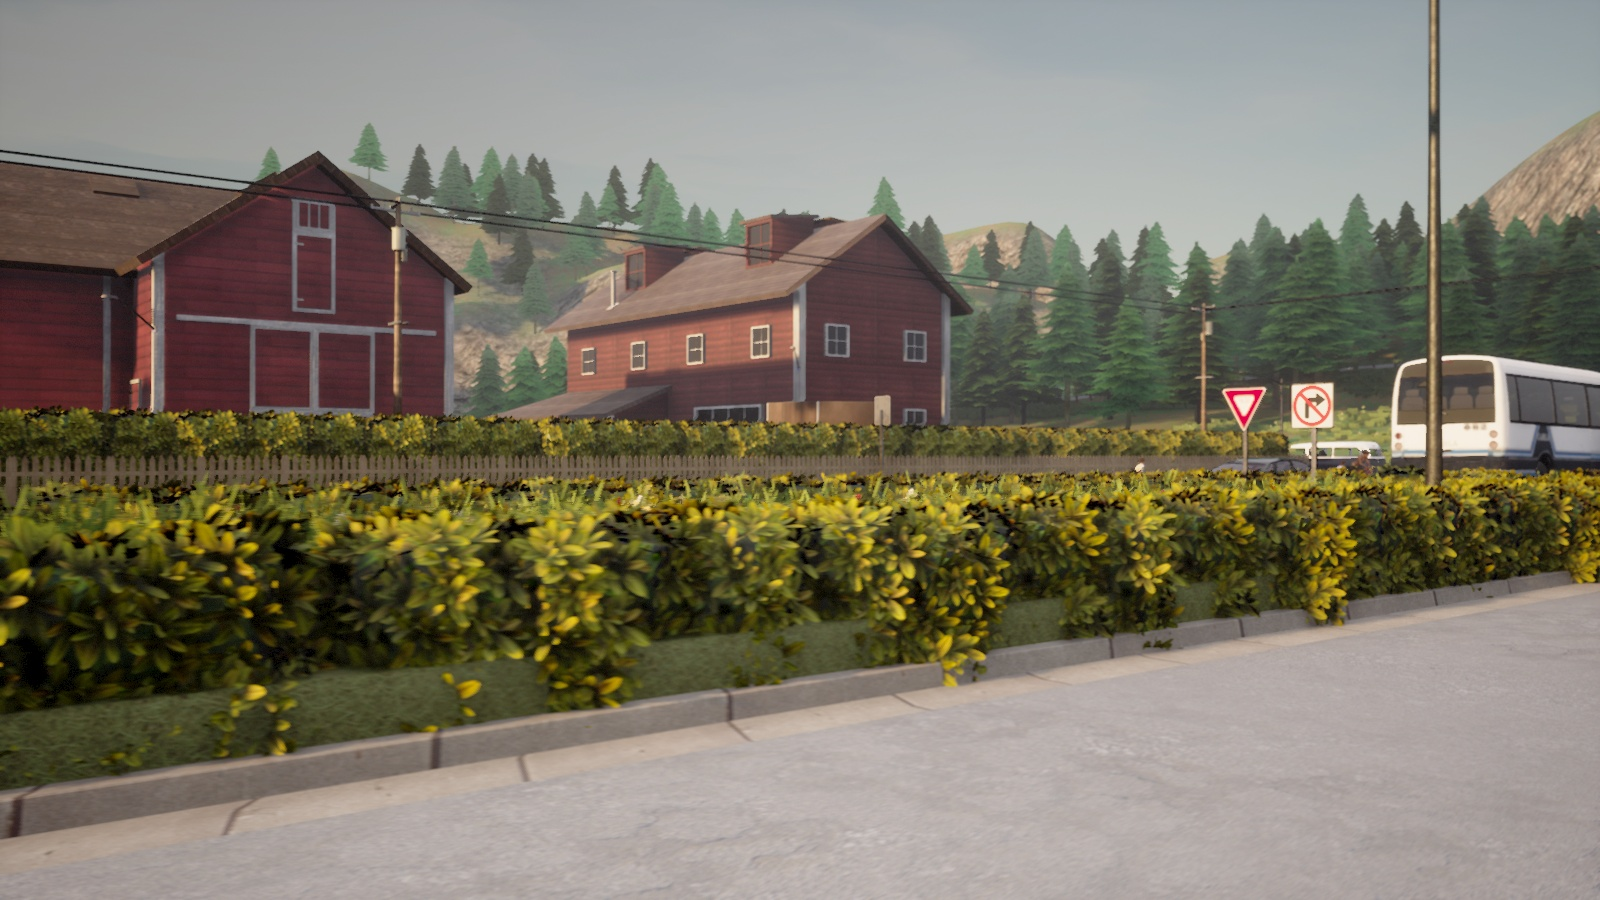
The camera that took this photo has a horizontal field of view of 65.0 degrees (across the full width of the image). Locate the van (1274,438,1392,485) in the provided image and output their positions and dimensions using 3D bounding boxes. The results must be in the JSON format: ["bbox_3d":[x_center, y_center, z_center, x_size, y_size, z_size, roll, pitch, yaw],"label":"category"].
[{"bbox_3d":[24.095,0.526,56.870,2.069,2.038,4.480,0,0,-38],"label":"van"}]

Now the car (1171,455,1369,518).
[{"bbox_3d":[11.514,0.828,30.591,5.357,1.411,2.033,0,0,-38],"label":"car"}]

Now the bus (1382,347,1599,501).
[{"bbox_3d":[22.758,-0.610,39.408,10.273,4.253,3.944,1,-1,-39],"label":"bus"}]
